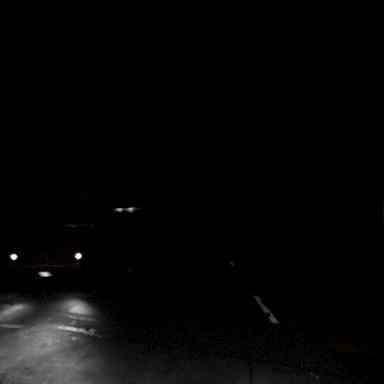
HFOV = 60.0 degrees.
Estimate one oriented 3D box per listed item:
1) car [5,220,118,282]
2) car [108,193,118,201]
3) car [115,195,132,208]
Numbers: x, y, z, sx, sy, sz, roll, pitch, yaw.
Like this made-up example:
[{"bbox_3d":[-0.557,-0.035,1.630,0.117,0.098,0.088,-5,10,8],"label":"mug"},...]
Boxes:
[{"bbox_3d":[-3.456,1.552,9.749,1.895,1.301,4.718,0,0,-3],"label":"car"},{"bbox_3d":[-21.605,1.377,91.499,2.150,2.045,5.566,-2,1,-27],"label":"car"},{"bbox_3d":[-10.661,1.716,52.732,1.882,1.535,5.008,-1,0,-15],"label":"car"}]
